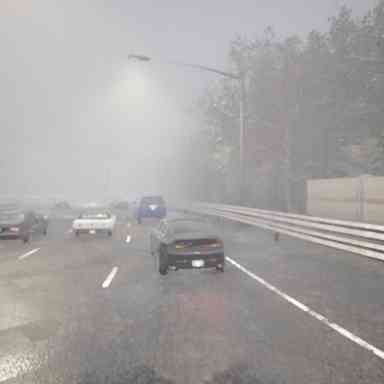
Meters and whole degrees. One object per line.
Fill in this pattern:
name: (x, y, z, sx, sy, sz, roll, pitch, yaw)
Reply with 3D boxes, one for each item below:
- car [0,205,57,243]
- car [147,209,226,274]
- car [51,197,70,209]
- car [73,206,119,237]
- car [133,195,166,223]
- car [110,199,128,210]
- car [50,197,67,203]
car: (-8.379, 1.608, 16.143, 2.033, 1.411, 5.357, 0, 0, -9)
car: (-0.295, 1.531, 10.744, 1.837, 1.490, 4.892, 0, 0, -11)
car: (-18.404, 1.683, 46.936, 1.812, 1.442, 4.674, 0, 0, -26)
car: (-5.267, 1.657, 18.470, 1.895, 1.301, 4.718, 0, 0, -10)
car: (-3.424, 1.290, 26.525, 2.150, 2.045, 5.566, 0, 0, -14)
car: (-9.949, 1.654, 45.239, 1.812, 1.442, 4.674, 0, 0, -24)
car: (-30.981, 1.856, 77.045, 1.895, 1.301, 4.718, 0, 0, -44)
